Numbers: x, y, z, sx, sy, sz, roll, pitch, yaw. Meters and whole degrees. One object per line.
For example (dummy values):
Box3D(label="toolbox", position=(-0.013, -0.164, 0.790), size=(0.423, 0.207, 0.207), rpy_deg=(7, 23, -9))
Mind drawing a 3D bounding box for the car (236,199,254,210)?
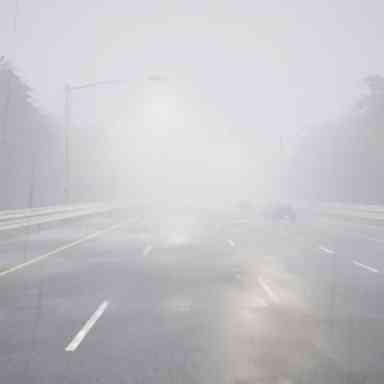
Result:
Box3D(label="car", position=(7.132, 1.659, 45.286), size=(1.882, 1.535, 5.008), rpy_deg=(0, -1, 0))

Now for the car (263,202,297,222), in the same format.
Box3D(label="car", position=(7.052, 1.592, 27.129), size=(1.837, 1.490, 4.892), rpy_deg=(0, 0, 0))

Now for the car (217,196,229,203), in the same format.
Box3D(label="car", position=(7.345, 1.830, 75.524), size=(1.812, 1.442, 4.674), rpy_deg=(0, 0, 1))

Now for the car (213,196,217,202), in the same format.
Box3D(label="car", position=(7.488, 1.900, 90.570), size=(1.812, 1.442, 4.674), rpy_deg=(0, 0, 1))
